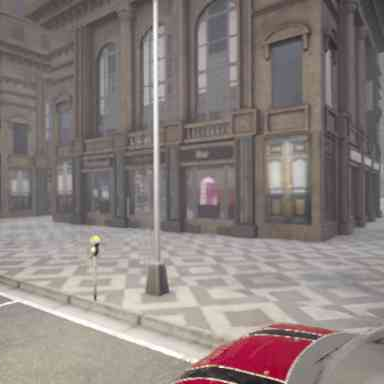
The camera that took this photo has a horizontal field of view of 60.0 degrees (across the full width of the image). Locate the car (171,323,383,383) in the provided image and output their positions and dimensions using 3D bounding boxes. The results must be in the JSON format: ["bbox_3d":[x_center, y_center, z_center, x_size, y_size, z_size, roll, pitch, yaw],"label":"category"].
[{"bbox_3d":[1.601,1.437,1.819,4.097,1.590,1.967,-1,0,36],"label":"car"}]
